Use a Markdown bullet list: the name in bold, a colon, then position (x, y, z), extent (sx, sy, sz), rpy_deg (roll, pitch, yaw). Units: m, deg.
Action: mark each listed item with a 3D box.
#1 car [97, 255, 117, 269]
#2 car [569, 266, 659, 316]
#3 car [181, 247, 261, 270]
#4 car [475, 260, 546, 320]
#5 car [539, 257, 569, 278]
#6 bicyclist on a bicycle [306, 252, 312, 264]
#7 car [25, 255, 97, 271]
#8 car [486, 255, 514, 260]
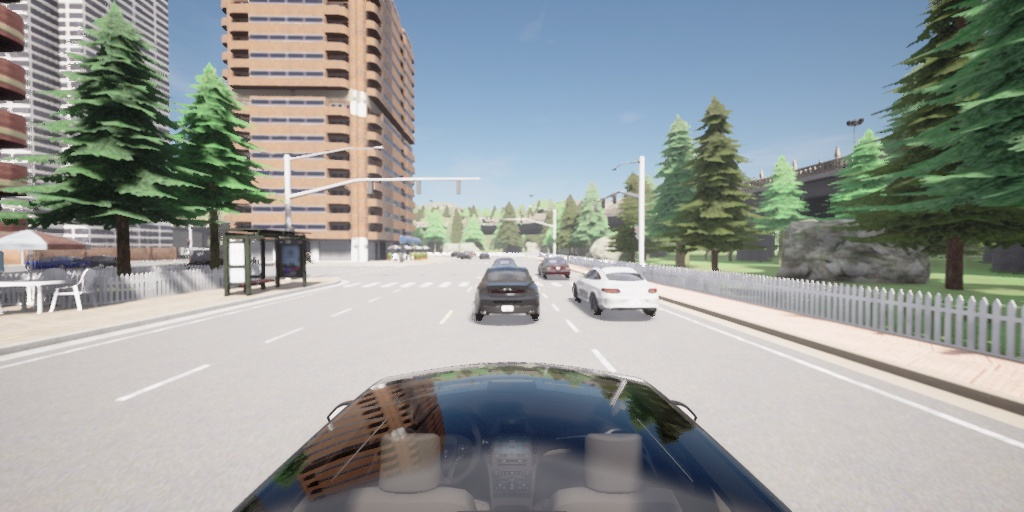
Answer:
- **car**: position (-46.049, 0.668, 39.817), extent (4.892, 1.490, 1.837), rpy_deg (0, 1, -1)
- **car**: position (3.331, 1.059, 12.112), extent (1.812, 1.442, 4.674), rpy_deg (0, 1, -1)
- **car**: position (-26.608, 0.467, 33.247), extent (5.566, 2.045, 2.150), rpy_deg (0, 1, -1)
- **car**: position (-0.161, 1.057, 11.715), extent (1.837, 1.490, 4.892), rpy_deg (0, 1, -1)
- **car**: position (2.975, 0.808, 25.983), extent (2.033, 1.411, 5.357), rpy_deg (0, 1, -1)
- **bicyclist on a bicycle**: position (-27.050, 0.258, 47.694), extent (0.582, 1.620, 1.656), rpy_deg (0, 1, -1)
- **car**: position (-45.957, 0.710, 36.318), extent (5.008, 1.535, 1.882), rpy_deg (0, 1, -1)
- **car**: position (-0.508, 0.840, 25.029), extent (2.033, 1.411, 5.357), rpy_deg (0, 1, -1)
